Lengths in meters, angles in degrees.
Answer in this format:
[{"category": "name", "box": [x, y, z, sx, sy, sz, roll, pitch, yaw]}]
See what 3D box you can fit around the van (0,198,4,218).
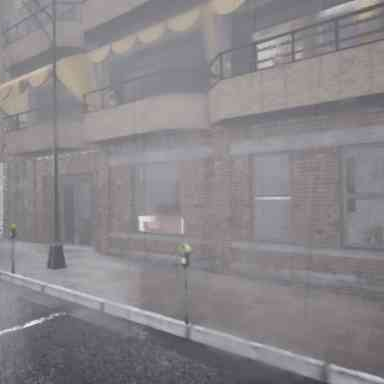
[{"category": "van", "box": [-16.323, 1.421, 30.854, 1.690, 1.788, 3.998, -1, -1, 36]}]
